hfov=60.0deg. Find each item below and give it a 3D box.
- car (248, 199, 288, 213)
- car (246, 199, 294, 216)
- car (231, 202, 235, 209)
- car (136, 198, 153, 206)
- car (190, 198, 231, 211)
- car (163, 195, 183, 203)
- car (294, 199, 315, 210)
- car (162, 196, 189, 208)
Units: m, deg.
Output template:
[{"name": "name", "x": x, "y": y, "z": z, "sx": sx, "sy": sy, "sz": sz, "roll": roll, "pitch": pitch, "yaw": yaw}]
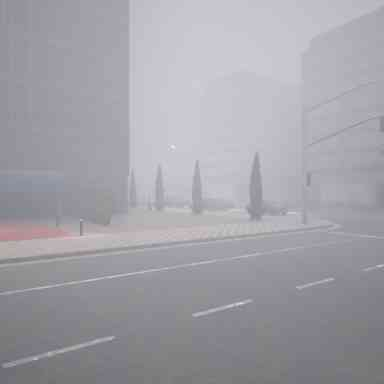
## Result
[{"name": "car", "x": 8.604, "y": 1.564, "z": 37.981, "sx": 1.994, "sy": 1.385, "sz": 4.181, "roll": 0, "pitch": 0, "yaw": -35}, {"name": "car", "x": 7.457, "y": 1.526, "z": 33.507, "sx": 1.812, "sy": 1.442, "sz": 4.674, "roll": 0, "pitch": 0, "yaw": -37}, {"name": "car", "x": 3.798, "y": 1.564, "z": 44.873, "sx": 1.994, "sy": 1.385, "sz": 4.181, "roll": 0, "pitch": 0, "yaw": -35}, {"name": "car", "x": -8.528, "y": 1.601, "z": 56.490, "sx": 1.895, "sy": 1.301, "sz": 4.718, "roll": 0, "pitch": 0, "yaw": -34}, {"name": "car", "x": 2.210, "y": 1.505, "z": 41.029, "sx": 1.837, "sy": 1.490, "sz": 4.892, "roll": 0, "pitch": 0, "yaw": -35}, {"name": "car", "x": -3.959, "y": 1.477, "z": 68.570, "sx": 1.882, "sy": 1.535, "sz": 5.008, "roll": 0, "pitch": 0, "yaw": -35}, {"name": "car", "x": 13.538, "y": 1.601, "z": 43.443, "sx": 1.895, "sy": 1.301, "sz": 4.718, "roll": 0, "pitch": 0, "yaw": -35}, {"name": "car", "x": -2.959, "y": 1.352, "z": 48.452, "sx": 2.097, "sy": 1.767, "sz": 4.553, "roll": 0, "pitch": 0, "yaw": -35}]
